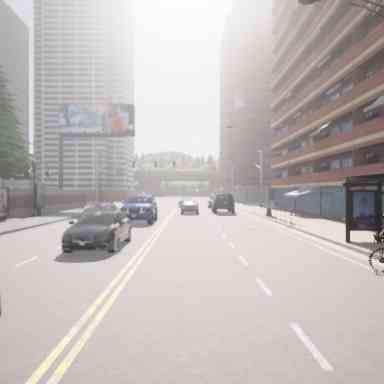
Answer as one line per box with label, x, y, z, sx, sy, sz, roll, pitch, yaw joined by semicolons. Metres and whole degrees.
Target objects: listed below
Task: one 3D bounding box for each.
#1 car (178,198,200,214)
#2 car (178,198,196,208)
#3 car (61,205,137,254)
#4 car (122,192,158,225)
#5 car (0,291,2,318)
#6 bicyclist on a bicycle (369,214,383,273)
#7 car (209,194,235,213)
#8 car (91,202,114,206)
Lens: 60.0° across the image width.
car;-0.207;1.521;34.420;2.033;1.411;5.357;0;0;0
car;-0.809;1.564;47.755;1.895;1.301;4.718;0;0;-9
car;-3.694;1.496;13.569;1.837;1.490;4.892;0;0;0
car;-3.770;1.203;24.356;2.150;2.045;5.566;0;0;0
car;-3.604;1.599;2.479;1.895;1.301;4.718;0;0;-1
bicyclist on a bicycle;5.638;1.360;9.186;1.656;1.620;0.582;-9;0;0
car;3.293;1.190;35.852;2.150;2.045;5.566;0;-1;0
car;-7.200;1.527;26.764;2.033;1.411;5.357;0;0;0
